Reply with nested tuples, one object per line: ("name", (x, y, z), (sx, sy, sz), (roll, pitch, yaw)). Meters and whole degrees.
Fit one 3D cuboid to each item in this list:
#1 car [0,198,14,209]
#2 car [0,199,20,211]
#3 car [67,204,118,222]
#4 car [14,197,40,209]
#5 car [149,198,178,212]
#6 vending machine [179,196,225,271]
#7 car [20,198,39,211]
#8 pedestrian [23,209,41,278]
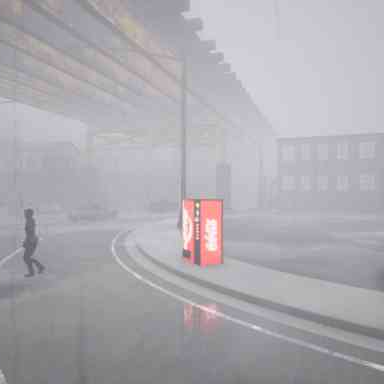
("car", (-22.991, 1.294, 37.879), (4.536, 1.218, 1.853), (0, 0, -9))
("car", (-22.940, 1.451, 37.888), (4.974, 1.542, 2.038), (0, 0, -9))
("car", (-7.735, 1.600, 26.503), (1.895, 1.301, 4.718), (0, 0, 15))
("car", (-19.909, 1.294, 40.057), (1.853, 1.218, 4.536), (0, 0, -39))
("car", (-3.227, 1.477, 39.146), (1.882, 1.535, 5.008), (0, 0, 21))
("vending machine", (0.303, 1.195, 10.088), (1.100, 2.100, 0.880), (0, 0, -28))
("car", (-19.876, 1.451, 40.017), (2.038, 1.542, 4.974), (0, 0, -39))
("pedestrian", (-4.257, 1.294, 8.762), (0.375, 1.860, 0.375), (0, 0, -25))
